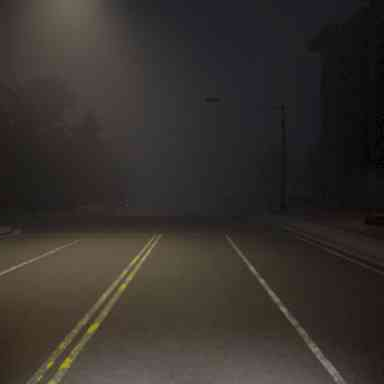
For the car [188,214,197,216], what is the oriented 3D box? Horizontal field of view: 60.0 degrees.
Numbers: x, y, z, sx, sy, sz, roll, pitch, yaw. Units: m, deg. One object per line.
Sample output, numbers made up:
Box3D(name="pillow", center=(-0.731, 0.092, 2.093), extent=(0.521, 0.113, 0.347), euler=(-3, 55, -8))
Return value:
Box3D(name="car", center=(0.109, 4.182, 50.657), extent=(2.128, 1.511, 4.902), euler=(0, -10, 0))
